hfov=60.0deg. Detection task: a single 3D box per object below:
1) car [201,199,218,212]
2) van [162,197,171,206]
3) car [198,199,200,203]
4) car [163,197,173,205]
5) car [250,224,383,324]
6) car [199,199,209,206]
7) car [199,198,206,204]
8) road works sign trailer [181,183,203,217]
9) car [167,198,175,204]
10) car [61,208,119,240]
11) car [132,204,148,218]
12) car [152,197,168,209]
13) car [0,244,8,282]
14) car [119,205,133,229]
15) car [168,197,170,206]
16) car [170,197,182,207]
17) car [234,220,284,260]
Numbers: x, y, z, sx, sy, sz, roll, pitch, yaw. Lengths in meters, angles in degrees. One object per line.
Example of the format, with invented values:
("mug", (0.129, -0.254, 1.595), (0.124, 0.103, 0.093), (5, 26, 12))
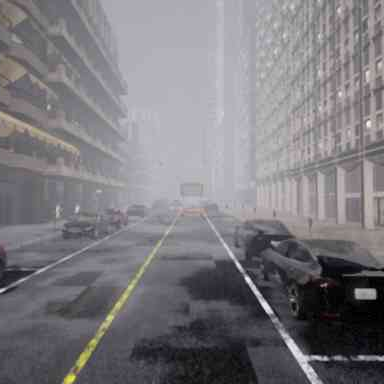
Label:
("car", (2.700, 2.021, 46.094), (1.887, 1.381, 4.507), (1, -1, 0))
("van", (-5.679, 2.093, 73.756), (1.690, 1.788, 3.998), (1, -1, 0))
("car", (2.698, 2.188, 62.737), (1.887, 1.381, 4.507), (1, -1, 0))
("car", (-5.680, 2.122, 79.302), (2.192, 1.841, 5.009), (1, -1, 0))
("car", (2.703, 1.644, 7.258), (1.947, 1.339, 4.313), (1, -1, 0))
("car", (2.696, 2.304, 73.832), (2.008, 1.369, 4.403), (1, -1, 0))
("car", (2.696, 2.390, 85.097), (1.752, 1.417, 4.829), (1, -1, 0))
("road works sign trailer", (-0.004, 0.834, 35.581), (2.380, 3.560, 2.880), (0, -1, 0))
("car", (-5.685, 2.467, 90.392), (2.008, 1.369, 4.403), (1, -1, 0))
("car", (-5.678, 1.744, 18.287), (2.008, 1.369, 4.403), (1, -1, 0))
("car", (-5.679, 1.907, 34.927), (1.887, 1.381, 4.507), (1, -1, 0))
("car", (-5.680, 2.027, 57.114), (1.967, 1.590, 4.097), (1, -1, 0))
("car", (-5.677, 1.659, 7.194), (1.802, 1.307, 4.206), (1, -1, 0))
("car", (-5.679, 1.832, 23.833), (1.802, 1.307, 4.206), (1, -1, 0))
("car", (-5.682, 2.187, 62.661), (1.887, 1.381, 4.507), (1, -1, 0))
("car", (-3.031, 2.187, 64.637), (1.812, 1.442, 4.674), (0, -1, 1))
("car", (2.702, 1.702, 12.806), (1.947, 1.339, 4.313), (1, -1, 0))
